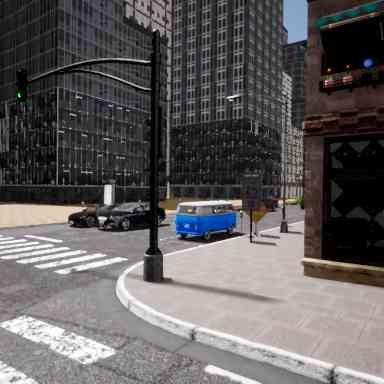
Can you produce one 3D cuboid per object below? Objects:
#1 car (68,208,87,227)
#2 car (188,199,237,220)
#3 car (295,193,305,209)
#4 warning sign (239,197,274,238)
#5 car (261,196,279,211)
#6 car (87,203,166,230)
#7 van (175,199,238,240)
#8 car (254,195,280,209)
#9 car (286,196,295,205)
[{"bbox_3d":[-5.996,1.467,21.879,1.947,1.339,4.313,1,1,35],"label":"car"},{"bbox_3d":[1.861,1.426,28.451,1.837,1.490,4.892,1,1,36],"label":"car"},{"bbox_3d":[15.419,1.159,42.093,2.150,2.045,5.566,1,1,36],"label":"car"},{"bbox_3d":[3.117,1.177,16.124,1.300,1.860,1.060,1,1,35],"label":"warning sign"},{"bbox_3d":[7.755,1.429,36.731,1.812,1.442,4.674,1,1,36],"label":"car"},{"bbox_3d":[-3.659,1.431,20.695,2.128,1.511,4.902,1,1,35],"label":"car"},{"bbox_3d":[0.836,1.368,17.018,1.690,1.788,3.998,1,1,35],"label":"van"},{"bbox_3d":[10.039,1.293,44.419,1.967,1.590,4.097,1,1,35],"label":"car"},{"bbox_3d":[16.354,1.363,53.298,1.752,1.417,4.829,1,1,35],"label":"car"}]
